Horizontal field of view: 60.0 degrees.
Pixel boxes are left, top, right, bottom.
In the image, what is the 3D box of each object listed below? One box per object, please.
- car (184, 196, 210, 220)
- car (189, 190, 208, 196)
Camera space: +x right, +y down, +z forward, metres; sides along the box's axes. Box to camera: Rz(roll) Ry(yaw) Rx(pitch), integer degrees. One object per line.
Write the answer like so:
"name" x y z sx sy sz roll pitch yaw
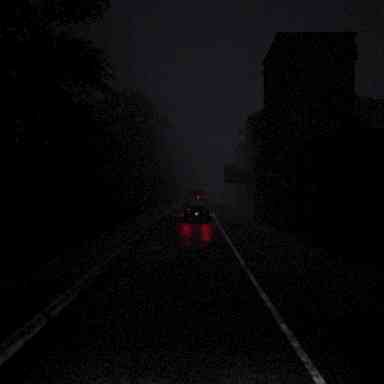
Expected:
"car" 0.354 1.262 24.768 1.812 1.442 4.674 0 1 1
"car" 0.815 0.736 43.020 2.150 2.045 5.566 0 1 2
